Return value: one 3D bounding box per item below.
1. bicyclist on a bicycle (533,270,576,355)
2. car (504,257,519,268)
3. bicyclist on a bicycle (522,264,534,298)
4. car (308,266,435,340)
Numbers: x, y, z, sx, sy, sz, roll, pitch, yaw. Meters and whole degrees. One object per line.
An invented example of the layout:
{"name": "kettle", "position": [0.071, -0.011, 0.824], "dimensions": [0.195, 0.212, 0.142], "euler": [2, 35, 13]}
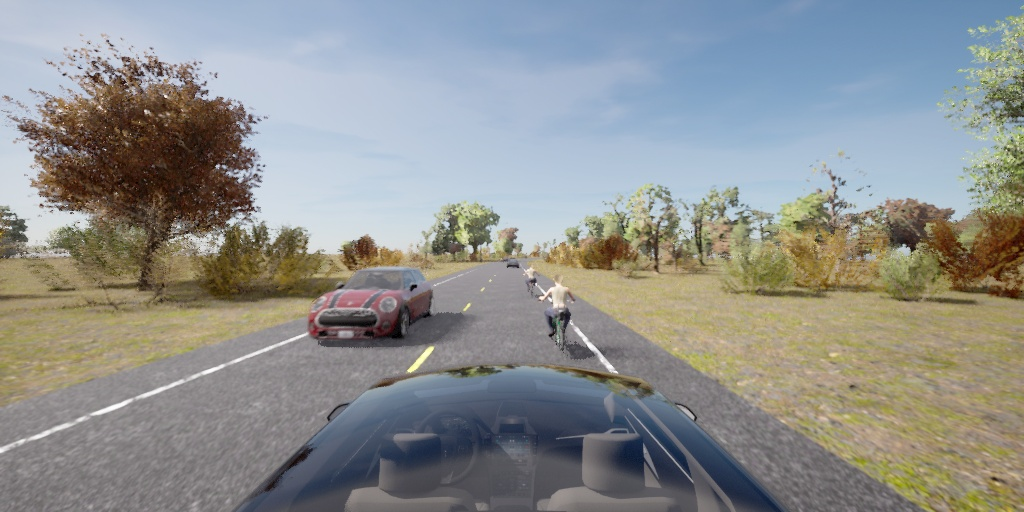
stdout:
{"name": "bicyclist on a bicycle", "position": [0.986, 1.187, 7.679], "dimensions": [0.866, 1.612, 1.509], "euler": [0, 0, 0]}
{"name": "car", "position": [0.120, 1.264, 60.382], "dimensions": [1.994, 1.385, 4.181], "euler": [0, 0, -1]}
{"name": "bicyclist on a bicycle", "position": [0.942, 1.186, 17.551], "dimensions": [0.866, 1.612, 1.509], "euler": [0, 0, 0]}
{"name": "car", "position": [-3.599, 1.103, 10.013], "dimensions": [2.097, 1.767, 4.553], "euler": [0, 0, 0]}
